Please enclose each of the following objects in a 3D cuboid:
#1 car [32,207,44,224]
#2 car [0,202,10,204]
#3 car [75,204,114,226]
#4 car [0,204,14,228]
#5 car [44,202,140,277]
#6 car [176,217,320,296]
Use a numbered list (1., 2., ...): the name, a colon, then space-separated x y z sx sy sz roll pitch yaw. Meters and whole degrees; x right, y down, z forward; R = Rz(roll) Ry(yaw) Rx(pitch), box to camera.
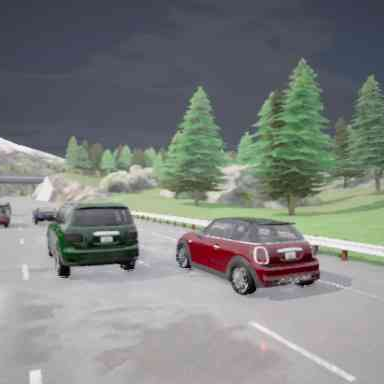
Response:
1. car: -11.954 1.866 27.189 1.895 1.301 4.718 1 -1 -28
2. car: -20.974 1.820 36.806 2.128 1.511 4.902 1 -1 -28
3. car: -8.150 1.785 27.477 2.128 1.511 4.902 1 -1 -28
4. car: -14.189 1.773 23.900 1.994 1.385 4.181 1 -1 -27
5. car: -3.453 1.340 11.010 2.150 2.045 5.566 1 -1 -27
6. car: 1.273 1.480 9.434 2.097 1.767 4.553 1 -1 -27
